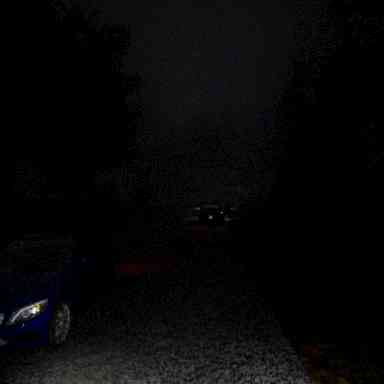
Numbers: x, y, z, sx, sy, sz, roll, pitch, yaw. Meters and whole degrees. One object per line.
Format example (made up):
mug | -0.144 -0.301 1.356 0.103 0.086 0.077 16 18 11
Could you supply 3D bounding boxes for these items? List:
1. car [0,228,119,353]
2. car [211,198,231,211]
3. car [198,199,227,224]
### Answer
car | -2.679 1.480 6.306 1.812 1.442 4.674 0 0 2
car | 3.798 1.605 41.348 1.994 1.385 4.181 1 0 9
car | 1.460 1.485 24.098 1.812 1.442 4.674 0 0 6
